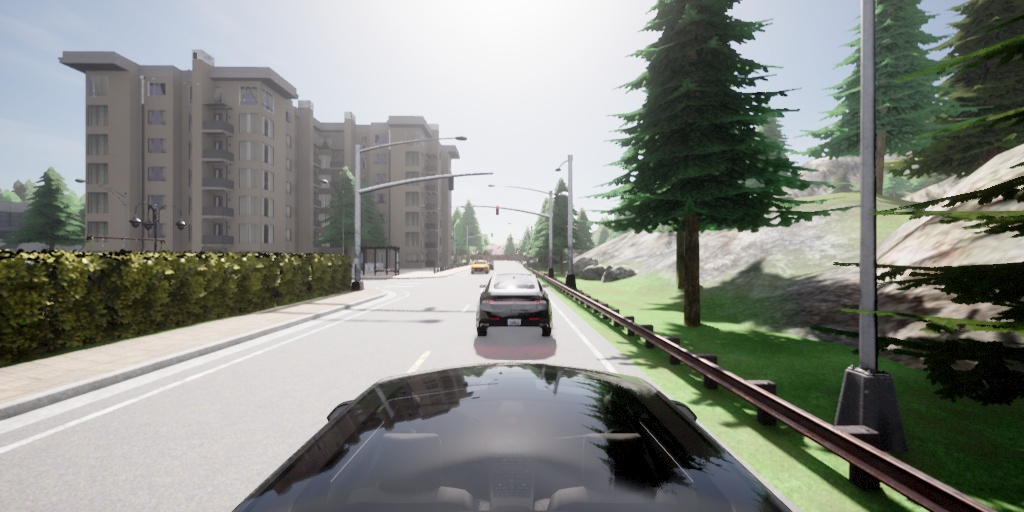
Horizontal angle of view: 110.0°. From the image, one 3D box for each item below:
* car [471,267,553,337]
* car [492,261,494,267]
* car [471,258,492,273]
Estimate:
[{"bbox_3d":[0.058,1.250,10.332,2.128,1.511,4.902,0,0,0],"label":"car"},{"bbox_3d":[-3.707,1.148,51.932,2.097,1.767,4.553,0,0,0],"label":"car"},{"bbox_3d":[-3.693,1.265,42.321,1.882,1.535,5.008,0,0,0],"label":"car"}]
